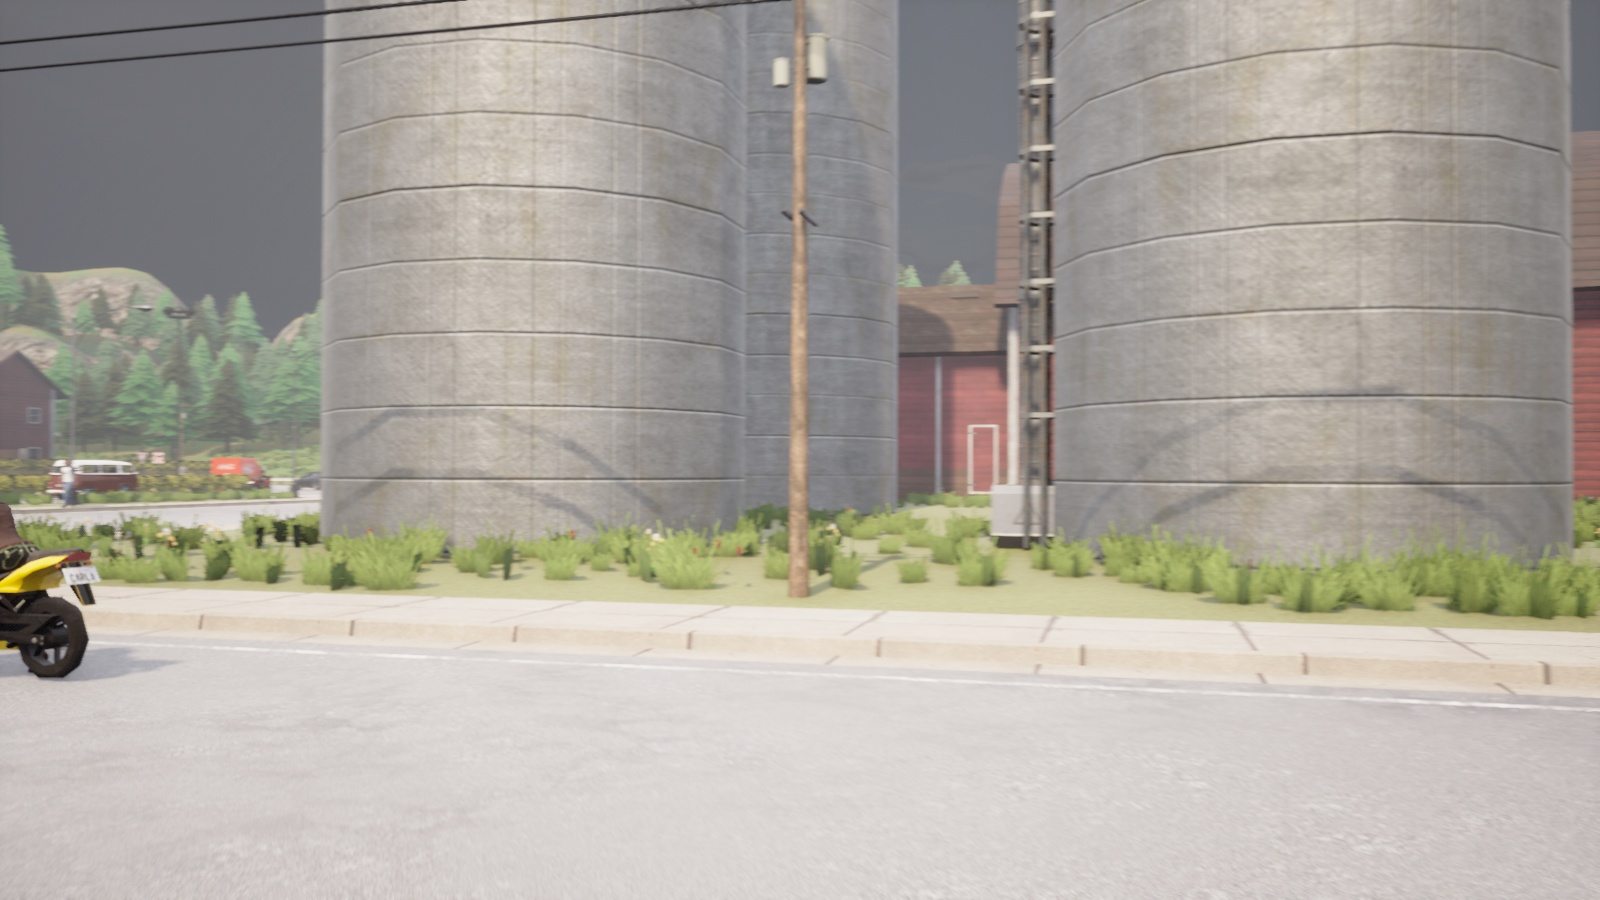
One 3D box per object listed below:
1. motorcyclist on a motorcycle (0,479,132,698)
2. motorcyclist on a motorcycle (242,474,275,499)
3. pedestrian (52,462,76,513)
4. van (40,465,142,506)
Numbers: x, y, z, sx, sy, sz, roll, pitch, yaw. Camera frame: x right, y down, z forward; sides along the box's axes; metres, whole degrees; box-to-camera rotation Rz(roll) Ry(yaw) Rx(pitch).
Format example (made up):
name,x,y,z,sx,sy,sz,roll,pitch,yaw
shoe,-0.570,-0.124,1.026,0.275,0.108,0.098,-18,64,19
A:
name,x,y,z,sx,sy,sz,roll,pitch,yaw
motorcyclist on a motorcycle,-6.175,0.986,9.442,2.044,1.523,0.797,-1,-1,16
motorcyclist on a motorcycle,-33.358,2.261,77.420,0.797,1.523,2.044,-1,-1,14
pedestrian,-26.611,1.364,45.402,0.354,1.836,0.706,-1,-1,13
van,-36.507,1.809,64.777,2.069,2.038,4.480,-1,-1,15
